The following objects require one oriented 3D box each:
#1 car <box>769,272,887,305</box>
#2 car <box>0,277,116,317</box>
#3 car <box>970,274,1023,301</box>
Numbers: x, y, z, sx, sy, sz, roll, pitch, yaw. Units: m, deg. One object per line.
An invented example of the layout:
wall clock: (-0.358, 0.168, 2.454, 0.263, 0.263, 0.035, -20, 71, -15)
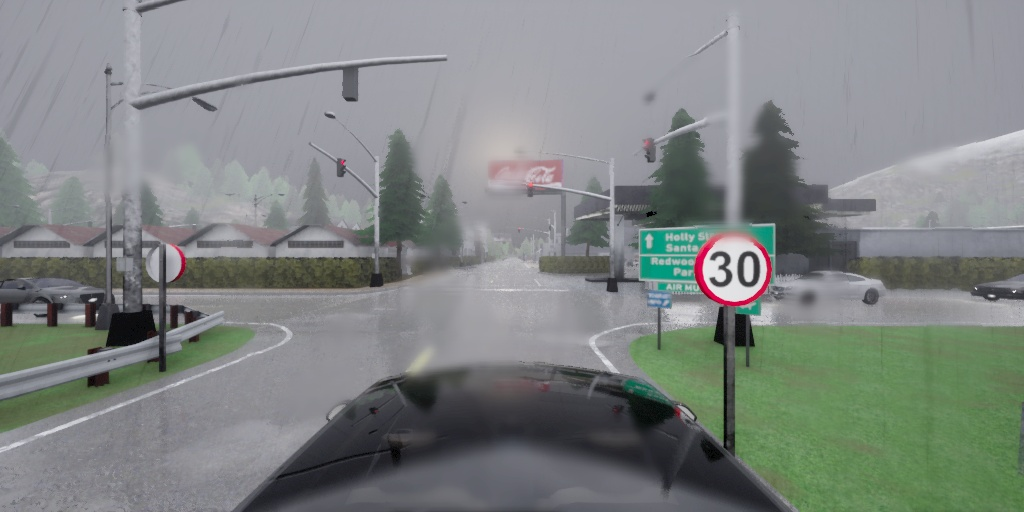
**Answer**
car: (14.854, 1.467, 16.948, 4.674, 1.442, 1.812, 0, 0, 0)
car: (-18.055, 1.505, 13.768, 4.181, 1.385, 1.994, 0, 0, 1)
car: (25.205, 1.489, 16.812, 5.357, 1.411, 2.033, 0, 0, 1)
